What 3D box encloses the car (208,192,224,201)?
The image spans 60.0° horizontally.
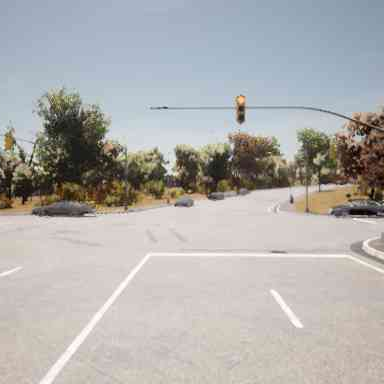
[{"bbox_3d":[4.567,0.773,63.388,1.882,1.535,5.008,0,3,25],"label":"car"}]

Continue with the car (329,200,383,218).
[{"bbox_3d":[14.543,1.484,29.005,4.902,1.511,2.128,0,0,3],"label":"car"}]

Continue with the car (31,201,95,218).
[{"bbox_3d":[-11.703,1.570,30.364,5.357,1.411,2.033,-1,0,3],"label":"car"}]

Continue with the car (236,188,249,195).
[{"bbox_3d":[11.702,-0.091,76.958,1.812,1.442,4.674,0,4,30],"label":"car"}]

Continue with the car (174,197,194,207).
[{"bbox_3d":[-1.104,1.405,48.298,1.812,1.442,4.674,0,2,17],"label":"car"}]
